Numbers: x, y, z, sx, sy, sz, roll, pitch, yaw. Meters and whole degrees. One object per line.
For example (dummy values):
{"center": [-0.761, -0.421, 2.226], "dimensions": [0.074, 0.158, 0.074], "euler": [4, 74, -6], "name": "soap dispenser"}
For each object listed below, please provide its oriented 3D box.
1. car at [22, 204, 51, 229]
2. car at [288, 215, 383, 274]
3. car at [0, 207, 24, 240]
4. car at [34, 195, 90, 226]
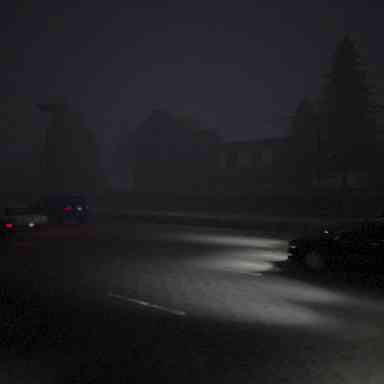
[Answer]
{"center": [-11.081, 1.600, 20.506], "dimensions": [4.718, 1.301, 1.895], "euler": [0, 0, 36], "name": "car"}
{"center": [5.087, 1.504, 8.963], "dimensions": [4.892, 1.490, 1.837], "euler": [0, 0, 36], "name": "car"}
{"center": [-10.523, 1.546, 15.807], "dimensions": [5.357, 1.411, 2.033], "euler": [0, 0, 36], "name": "car"}
{"center": [-9.703, 1.220, 23.823], "dimensions": [5.566, 2.045, 2.150], "euler": [0, 0, 36], "name": "car"}
